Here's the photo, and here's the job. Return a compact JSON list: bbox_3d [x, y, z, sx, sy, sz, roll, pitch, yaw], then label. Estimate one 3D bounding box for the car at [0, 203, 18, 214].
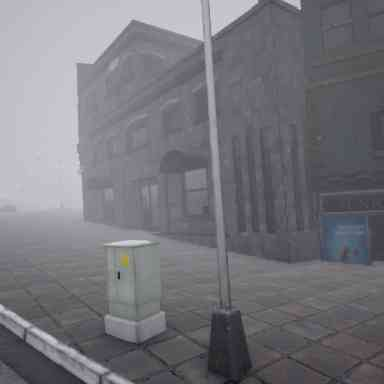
[{"bbox_3d":[-27.036,2.334,47.686,1.882,1.535,5.008,-4,-1,0],"label":"car"}]
